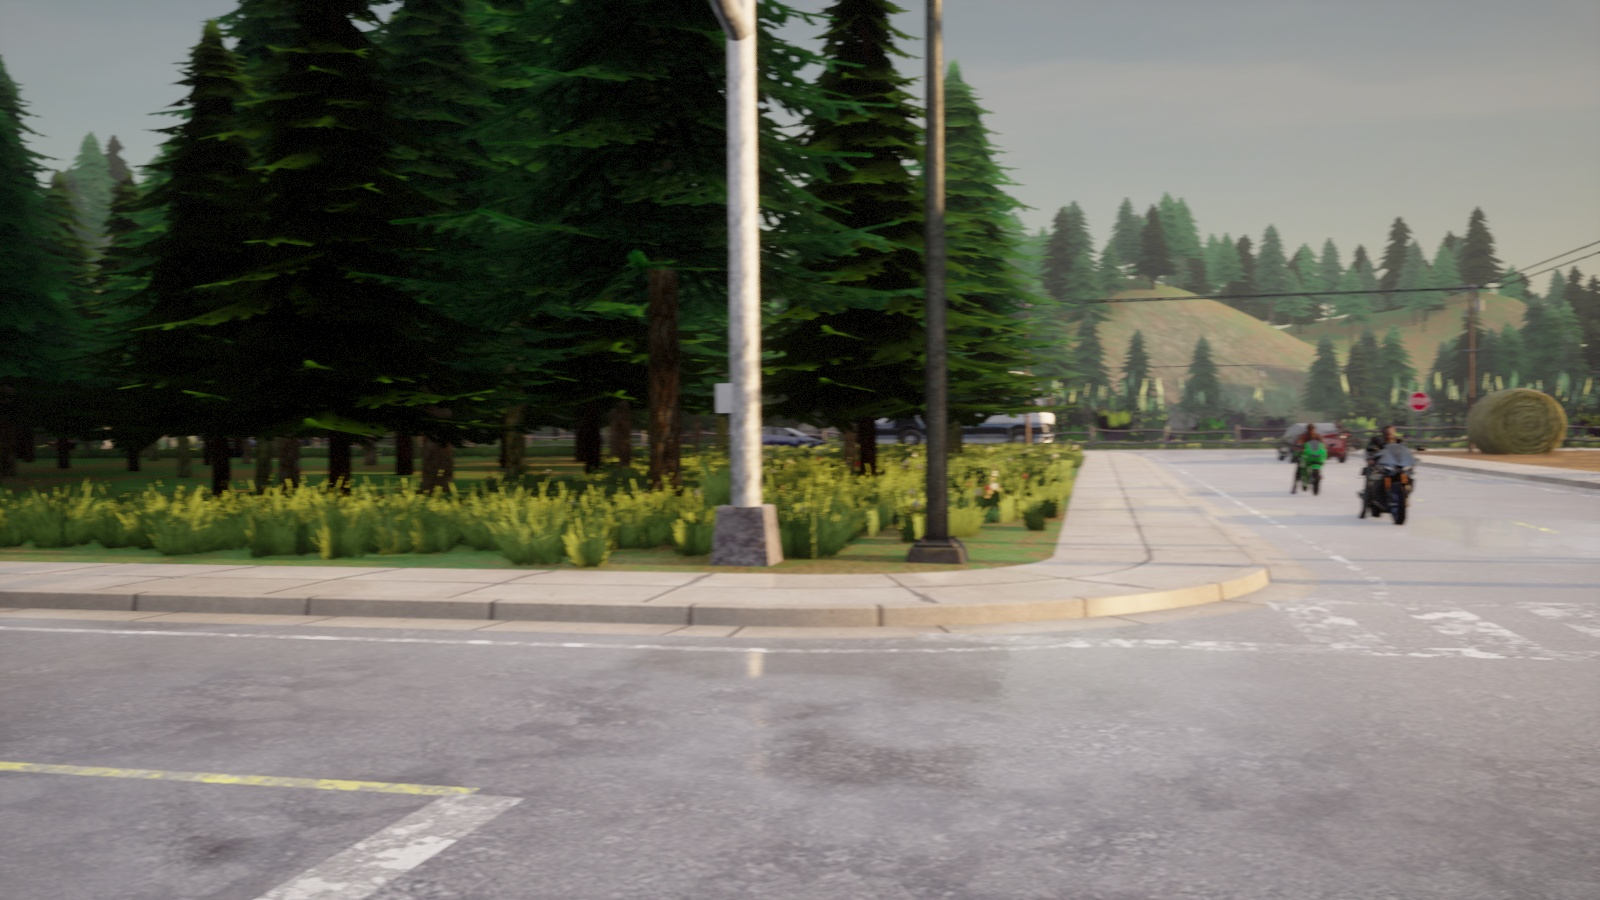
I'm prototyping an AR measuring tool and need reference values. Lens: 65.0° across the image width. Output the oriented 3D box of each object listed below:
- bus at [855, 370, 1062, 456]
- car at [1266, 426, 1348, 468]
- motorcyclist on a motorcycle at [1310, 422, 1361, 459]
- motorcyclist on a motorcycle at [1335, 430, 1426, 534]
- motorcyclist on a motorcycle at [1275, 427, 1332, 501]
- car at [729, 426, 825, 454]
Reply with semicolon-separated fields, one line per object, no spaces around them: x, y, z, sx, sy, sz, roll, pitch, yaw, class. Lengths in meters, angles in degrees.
8.306;-1.903;65.517;10.273;4.253;3.944;0;1;16;bus
19.070;-0.155;47.465;2.163;1.488;4.792;0;1;13;car
25.140;-0.468;58.951;2.350;1.649;0.766;-1;4;-24;motorcyclist on a motorcycle
9.087;0.462;19.748;0.866;1.530;2.191;0;1;13;motorcyclist on a motorcycle
10.705;0.264;26.764;0.797;1.523;2.044;0;1;13;motorcyclist on a motorcycle
-1.230;-0.558;68.190;4.792;1.488;2.163;0;1;15;car
